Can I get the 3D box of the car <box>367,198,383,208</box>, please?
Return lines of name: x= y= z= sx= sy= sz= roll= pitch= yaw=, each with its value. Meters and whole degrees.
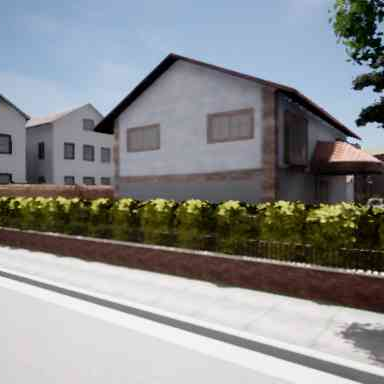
car: x=13.535 y=1.176 z=22.372 sx=3.806 sy=1.475 sz=1.970 roll=0 pitch=0 yaw=36
